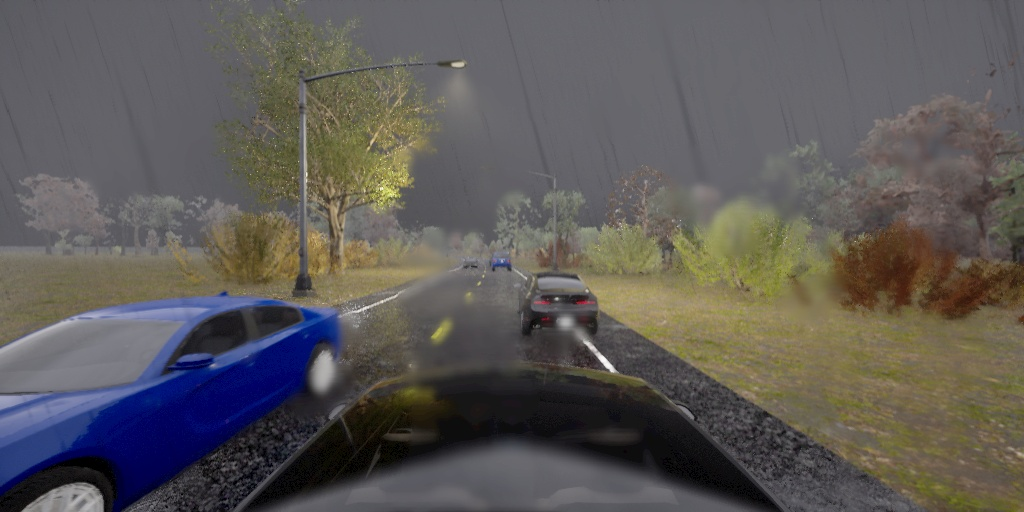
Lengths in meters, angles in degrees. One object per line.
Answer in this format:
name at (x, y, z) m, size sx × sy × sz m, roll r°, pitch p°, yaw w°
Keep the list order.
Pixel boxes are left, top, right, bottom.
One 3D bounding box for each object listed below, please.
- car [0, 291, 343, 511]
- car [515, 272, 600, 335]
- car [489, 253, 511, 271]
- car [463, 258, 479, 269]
car at (-3.627, 1.215, 3.698) m, size 1.882 × 1.535 × 5.008 m, roll 0°, pitch 0°, yaw 0°
car at (1.153, 1.198, 10.301) m, size 1.837 × 1.490 × 4.892 m, roll 0°, pitch 0°, yaw -1°
car at (-1.270, 0.663, 41.583) m, size 2.150 × 2.045 × 5.566 m, roll 0°, pitch 1°, yaw -4°
car at (-5.299, 0.948, 46.489) m, size 2.033 × 1.411 × 5.357 m, roll 0°, pitch 0°, yaw -4°
